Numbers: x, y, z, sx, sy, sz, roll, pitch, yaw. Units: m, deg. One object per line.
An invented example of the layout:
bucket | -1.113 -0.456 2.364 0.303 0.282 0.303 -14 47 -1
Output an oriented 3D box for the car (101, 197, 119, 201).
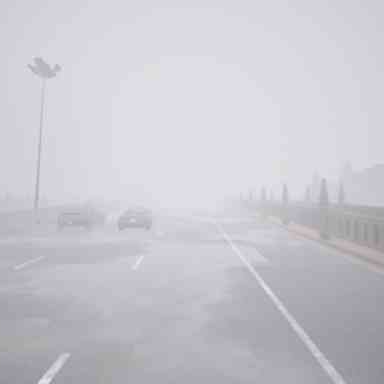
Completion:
car | -14.019 1.748 59.104 2.097 1.767 4.553 0 -3 1

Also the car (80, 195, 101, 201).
car | -17.514 1.627 59.193 2.150 2.045 5.566 0 -3 0

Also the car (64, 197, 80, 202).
car | -21.019 1.730 58.758 2.097 1.767 4.553 0 -3 1

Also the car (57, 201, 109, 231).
car | -6.903 1.547 21.203 2.128 1.511 4.902 0 0 0

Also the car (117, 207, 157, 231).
car | -3.403 1.619 21.160 1.994 1.385 4.181 0 0 0
